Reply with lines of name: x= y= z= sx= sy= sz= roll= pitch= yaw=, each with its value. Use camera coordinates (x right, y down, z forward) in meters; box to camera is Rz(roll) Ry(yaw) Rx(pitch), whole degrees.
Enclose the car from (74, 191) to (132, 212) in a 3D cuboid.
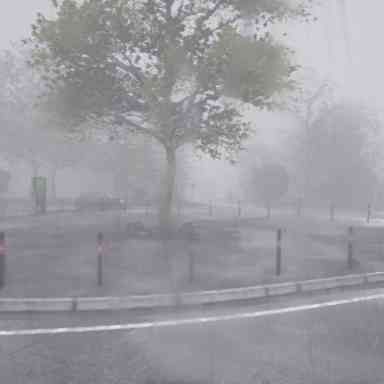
car: x=-7.255 y=0.724 z=27.441 sx=4.553 sy=1.767 sz=2.097 roll=1 pitch=1 yaw=9
